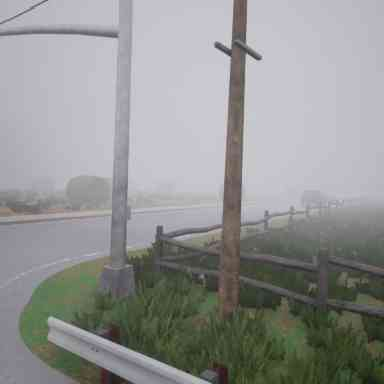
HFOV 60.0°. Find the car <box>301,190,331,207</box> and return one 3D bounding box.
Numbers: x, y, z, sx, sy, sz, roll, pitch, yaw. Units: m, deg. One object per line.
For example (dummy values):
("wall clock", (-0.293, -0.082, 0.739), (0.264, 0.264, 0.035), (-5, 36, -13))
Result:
("car", (15.383, 0.808, 41.847), (2.150, 2.045, 5.566), (3, 2, 34))

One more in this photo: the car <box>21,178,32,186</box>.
("car", (-39.212, -2.341, 79.241), (1.905, 1.878, 3.866), (8, 2, -13))

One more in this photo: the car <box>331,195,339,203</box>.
("car", (21.133, 1.130, 50.746), (1.994, 1.385, 4.181), (3, 2, 33))
